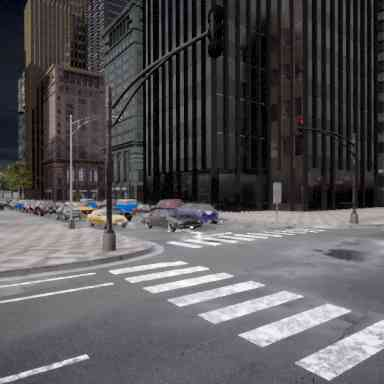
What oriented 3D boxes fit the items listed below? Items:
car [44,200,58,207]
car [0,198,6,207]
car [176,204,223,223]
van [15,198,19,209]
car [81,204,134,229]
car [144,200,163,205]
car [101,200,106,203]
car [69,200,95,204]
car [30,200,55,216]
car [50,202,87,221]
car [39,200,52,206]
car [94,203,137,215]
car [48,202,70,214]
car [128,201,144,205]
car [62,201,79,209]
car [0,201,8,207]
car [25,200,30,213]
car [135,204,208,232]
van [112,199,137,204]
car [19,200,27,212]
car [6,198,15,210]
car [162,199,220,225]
[{"bbox_3d":[-31.824,2.593,74.905,1.947,1.339,4.313,-1,0,-35],"label":"car"},{"bbox_3d":[-41.381,2.665,73.620,1.887,1.381,4.507,-1,0,-35],"label":"car"},{"bbox_3d":[0.573,1.827,29.484,1.887,1.381,4.507,-1,0,-35],"label":"car"},{"bbox_3d":[-26.239,2.121,52.385,1.690,1.788,3.998,-1,0,-35],"label":"van"},{"bbox_3d":[-6.277,1.842,24.403,1.752,1.417,4.829,-1,0,-35],"label":"car"},{"bbox_3d":[-2.381,1.667,33.629,2.192,1.841,5.009,-1,0,-35],"label":"car"},{"bbox_3d":[-11.228,1.874,46.064,2.192,1.841,5.009,-1,0,-35],"label":"car"},{"bbox_3d":[-12.801,1.987,38.168,1.882,1.535,5.008,0,-1,-35],"label":"car"},{"bbox_3d":[-17.729,1.899,40.452,2.192,1.841,5.009,-1,0,-35],"label":"car"},{"bbox_3d":[-12.049,2.003,32.496,2.008,1.369,4.403,-1,0,-35],"label":"car"},{"bbox_3d":[-34.846,2.658,79.141,1.947,1.339,4.313,-1,0,-35],"label":"car"},{"bbox_3d":[-7.133,1.978,30.204,1.895,1.301,4.718,0,-1,-36],"label":"car"},{"bbox_3d":[-18.652,2.171,46.433,1.812,1.442,4.674,0,-1,-35],"label":"car"},{"bbox_3d":[-5.324,2.003,37.774,1.802,1.307,4.206,-1,0,-35],"label":"car"},{"bbox_3d":[-22.762,2.405,62.199,1.802,1.307,4.206,-1,0,-35],"label":"car"},{"bbox_3d":[-44.502,2.769,77.998,1.802,1.307,4.206,-1,0,-35],"label":"car"},{"bbox_3d":[-20.561,2.195,44.430,1.887,1.381,4.507,-1,0,-35],"label":"car"},{"bbox_3d":[-1.565,1.793,22.397,2.033,1.411,5.357,0,-1,-36],"label":"car"},{"bbox_3d":[-8.279,1.831,41.919,1.690,1.788,3.998,-1,0,-35],"label":"van"},{"bbox_3d":[-23.400,2.155,48.407,1.967,1.590,4.097,-1,0,-35],"label":"car"},{"bbox_3d":[-32.015,2.352,60.486,1.967,1.590,4.097,-1,0,-35],"label":"car"},{"bbox_3d":[-0.022,1.609,25.748,2.097,1.767,4.553,0,-1,-36],"label":"car"}]
